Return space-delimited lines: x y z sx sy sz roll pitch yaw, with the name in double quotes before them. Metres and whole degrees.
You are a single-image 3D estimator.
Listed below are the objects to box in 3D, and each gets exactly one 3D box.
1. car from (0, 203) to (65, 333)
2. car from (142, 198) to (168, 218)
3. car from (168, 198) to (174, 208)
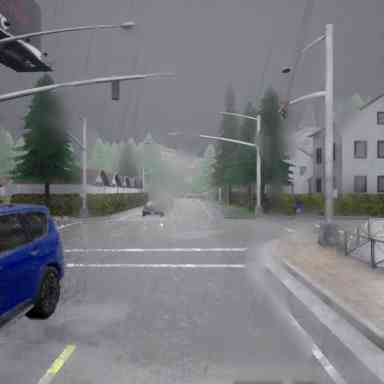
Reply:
"car" -3.600 1.220 4.444 2.150 2.045 5.566 0 0 0
"car" -3.494 1.526 30.855 1.812 1.442 4.674 0 0 -2
"car" -3.570 1.525 47.403 1.812 1.442 4.674 0 0 0
